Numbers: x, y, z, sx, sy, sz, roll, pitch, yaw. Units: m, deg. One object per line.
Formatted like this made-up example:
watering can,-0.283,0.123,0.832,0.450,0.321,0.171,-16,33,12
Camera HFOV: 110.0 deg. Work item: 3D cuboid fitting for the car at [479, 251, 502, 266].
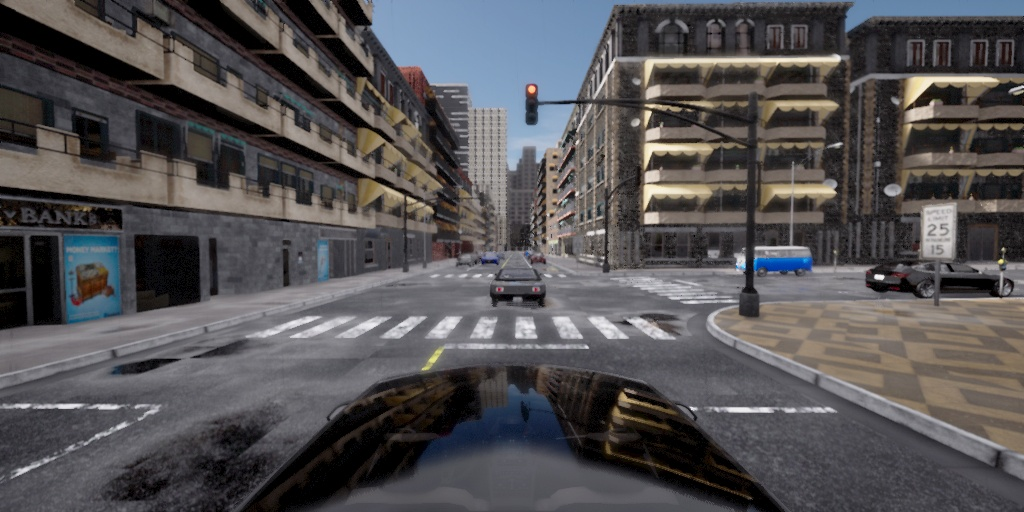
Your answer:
car,-2.554,0.328,42.720,1.882,1.535,5.008,0,1,1

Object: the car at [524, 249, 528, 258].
car,3.486,-0.021,62.071,2.007,1.370,4.403,0,0,1

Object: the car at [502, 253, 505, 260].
car,-2.258,0.013,61.386,1.994,1.385,4.181,0,1,1

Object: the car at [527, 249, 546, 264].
car,3.265,0.225,45.493,1.967,1.591,4.097,0,0,1

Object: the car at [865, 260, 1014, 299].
car,15.926,0.800,13.538,4.313,1.339,1.948,0,0,0

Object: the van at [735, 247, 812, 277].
van,15.919,0.320,21.915,3.998,1.789,1.690,0,0,0

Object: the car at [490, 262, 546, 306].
car,0.237,1.078,13.944,1.895,1.301,4.718,0,1,1

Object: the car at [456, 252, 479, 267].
car,-5.188,0.461,40.084,2.007,1.370,4.403,0,0,1
